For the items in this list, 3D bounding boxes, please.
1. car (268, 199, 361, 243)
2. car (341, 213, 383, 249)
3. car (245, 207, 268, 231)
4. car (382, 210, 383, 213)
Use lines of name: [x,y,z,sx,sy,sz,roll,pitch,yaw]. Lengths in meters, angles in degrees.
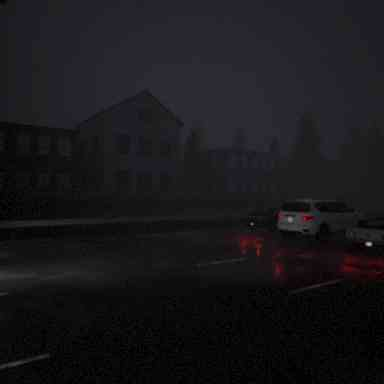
car: [6.795,1.385,17.194,5.566,2.045,2.150,1,0,-35]
car: [8.709,1.763,14.261,4.718,1.301,1.895,1,0,-35]
car: [5.430,1.663,20.520,4.902,1.511,2.128,1,0,-35]
car: [19.085,1.876,30.280,4.674,1.442,1.812,1,0,-36]
